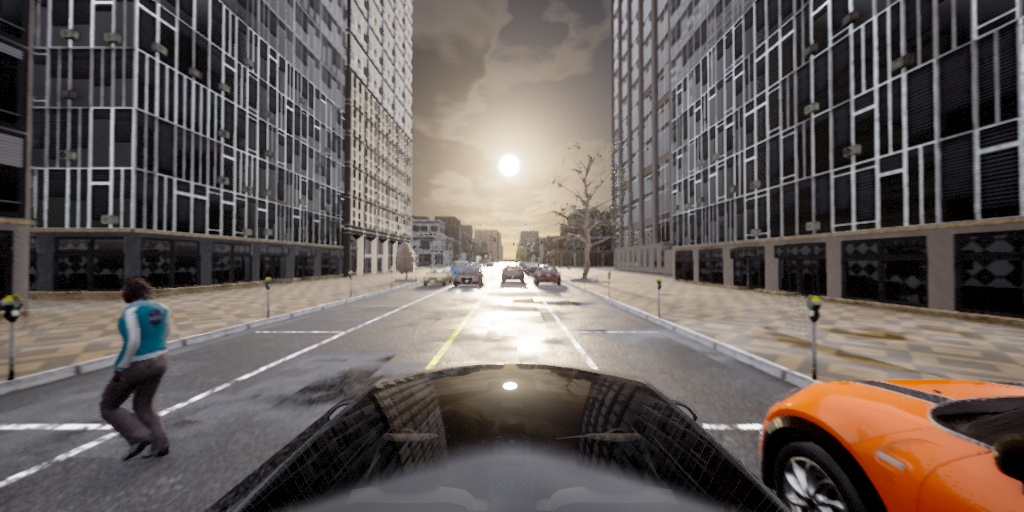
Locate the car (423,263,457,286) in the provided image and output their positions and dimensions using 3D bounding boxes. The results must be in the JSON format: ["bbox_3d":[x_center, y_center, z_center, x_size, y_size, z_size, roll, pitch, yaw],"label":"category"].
[{"bbox_3d":[-5.693,1.523,28.025,1.751,1.417,4.829,0,0,0],"label":"car"}]

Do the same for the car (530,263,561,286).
[{"bbox_3d":[2.687,1.438,28.181,1.967,1.591,4.097,0,0,0],"label":"car"}]

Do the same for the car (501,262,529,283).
[{"bbox_3d":[0.088,1.519,31.275,2.128,1.511,4.902,0,0,0],"label":"car"}]

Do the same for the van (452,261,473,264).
[{"bbox_3d":[-5.695,1.444,39.580,1.690,1.789,3.998,0,0,0],"label":"van"}]

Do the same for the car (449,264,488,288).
[{"bbox_3d":[-3.103,1.547,26.545,1.994,1.385,4.181,0,-1,0],"label":"car"}]

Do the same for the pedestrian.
[{"bbox_3d":[-3.668,1.060,3.537,0.375,1.860,0.375,0,-1,-2],"label":"pedestrian"}]

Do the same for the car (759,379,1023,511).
[{"bbox_3d":[3.000,1.095,0.959,2.097,1.767,4.553,0,-1,0],"label":"car"}]
